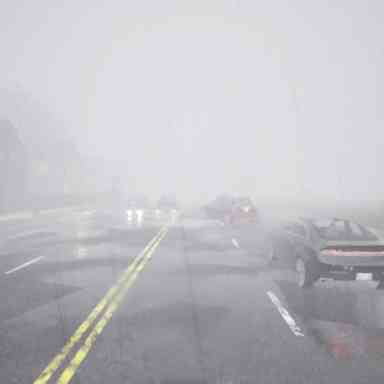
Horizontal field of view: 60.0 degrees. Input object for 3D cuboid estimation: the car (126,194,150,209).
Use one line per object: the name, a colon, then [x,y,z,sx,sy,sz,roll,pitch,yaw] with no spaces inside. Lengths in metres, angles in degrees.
car: [-5.811,0.973,36.254,2.128,1.511,4.902,0,1,3]

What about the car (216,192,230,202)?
car: [4.822,0.746,52.481,2.128,1.511,4.902,0,1,3]

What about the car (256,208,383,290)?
car: [3.296,1.366,8.740,2.128,1.511,4.902,0,1,1]

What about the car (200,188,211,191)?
car: [2.977,0.207,72.609,2.150,2.045,5.566,0,1,5]

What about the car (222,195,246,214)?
car: [3.796,1.085,30.620,1.812,1.442,4.674,0,1,2]

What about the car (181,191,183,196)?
car: [-3.189,0.404,76.927,1.895,1.301,4.718,0,1,5]

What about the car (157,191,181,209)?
car: [-2.587,0.968,35.564,1.882,1.535,5.008,0,1,3]

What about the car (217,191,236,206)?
car: [4.242,0.759,41.522,2.097,1.767,4.553,0,1,3]

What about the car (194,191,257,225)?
car: [2.251,1.043,21.417,2.097,1.767,4.553,0,1,-26]

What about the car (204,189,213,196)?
car: [4.404,0.123,88.535,2.097,1.767,4.553,0,1,6]

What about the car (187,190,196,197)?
car: [0.019,0.258,76.299,2.097,1.767,4.553,0,1,5]
